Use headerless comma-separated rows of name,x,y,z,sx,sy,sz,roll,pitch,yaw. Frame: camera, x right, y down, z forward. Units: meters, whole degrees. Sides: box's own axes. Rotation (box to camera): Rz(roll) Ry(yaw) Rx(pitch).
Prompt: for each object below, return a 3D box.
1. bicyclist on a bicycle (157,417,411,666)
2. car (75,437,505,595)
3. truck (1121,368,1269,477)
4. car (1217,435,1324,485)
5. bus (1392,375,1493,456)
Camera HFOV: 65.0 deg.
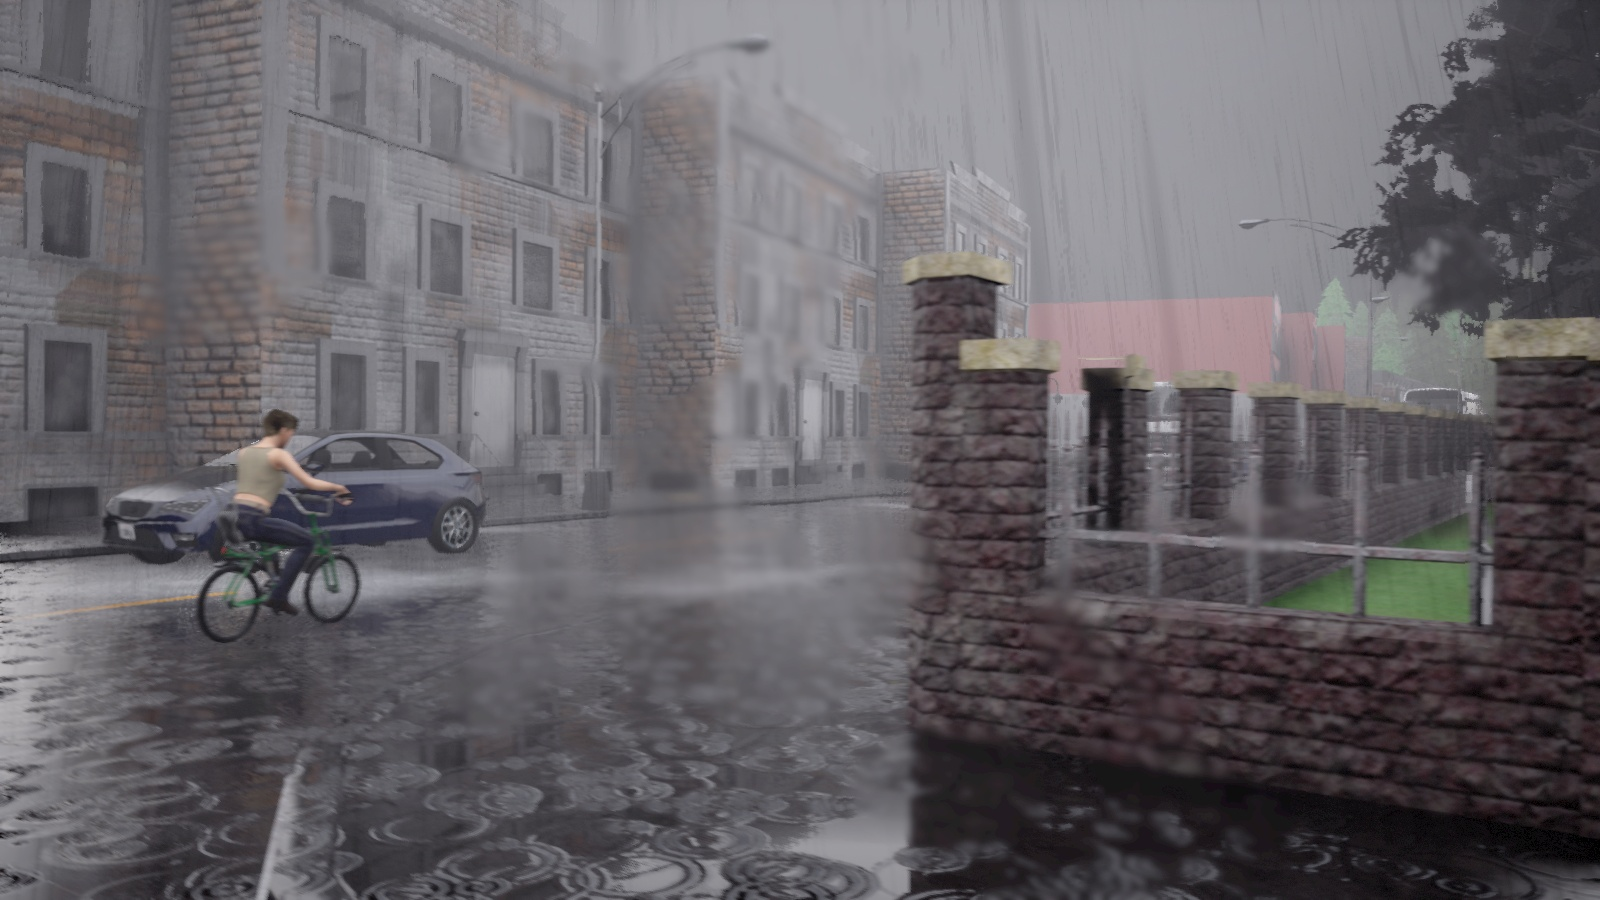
bicyclist on a bicycle,-3.667,0.582,9.046,0.866,1.612,1.509,2,2,23
car,-5.545,0.607,14.185,1.816,1.474,4.193,0,1,33
truck,14.035,-0.945,44.132,2.891,3.462,7.936,0,1,33
car,13.610,0.245,36.173,1.895,1.301,4.718,0,1,33
bus,36.640,-1.885,71.316,3.944,4.253,10.273,0,1,34
